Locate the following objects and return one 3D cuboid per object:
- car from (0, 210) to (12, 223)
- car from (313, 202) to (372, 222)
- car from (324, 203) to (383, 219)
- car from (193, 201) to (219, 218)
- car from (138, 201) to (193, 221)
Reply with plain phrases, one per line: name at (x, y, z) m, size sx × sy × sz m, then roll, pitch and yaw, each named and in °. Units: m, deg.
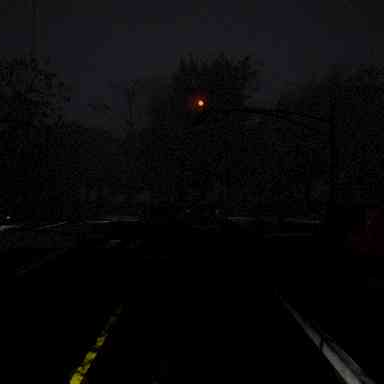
car at (-14.901, 1.472, 22.823) m, size 4.674 × 1.442 × 1.812 m, roll 0°, pitch 0°, yaw 0°
car at (12.126, 1.556, 26.374) m, size 4.892 × 1.490 × 1.837 m, roll 0°, pitch 0°, yaw 0°
car at (14.537, 1.664, 29.629) m, size 4.718 × 1.301 × 1.895 m, roll 0°, pitch 0°, yaw 0°
car at (-0.100, 1.504, 29.577) m, size 4.902 × 1.511 × 2.128 m, roll 0°, pitch 0°, yaw 0°
car at (-2.194, 1.564, 26.318) m, size 4.181 × 1.385 × 1.994 m, roll 0°, pitch 0°, yaw 0°
